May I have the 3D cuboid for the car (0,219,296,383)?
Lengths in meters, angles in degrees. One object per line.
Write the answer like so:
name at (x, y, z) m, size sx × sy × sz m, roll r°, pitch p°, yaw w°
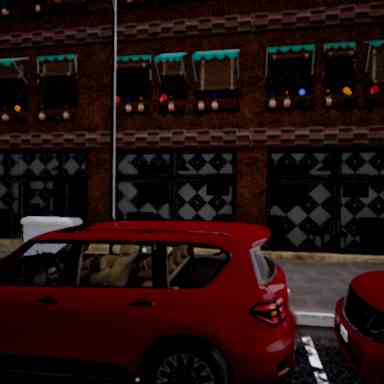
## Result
car at (-1.228, 1.313, 4.383) m, size 5.009 × 1.841 × 2.192 m, roll 0°, pitch 1°, yaw 10°

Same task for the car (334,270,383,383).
car at (4.234, 1.316, 3.401) m, size 5.009 × 1.841 × 2.192 m, roll 0°, pitch 1°, yaw 10°
